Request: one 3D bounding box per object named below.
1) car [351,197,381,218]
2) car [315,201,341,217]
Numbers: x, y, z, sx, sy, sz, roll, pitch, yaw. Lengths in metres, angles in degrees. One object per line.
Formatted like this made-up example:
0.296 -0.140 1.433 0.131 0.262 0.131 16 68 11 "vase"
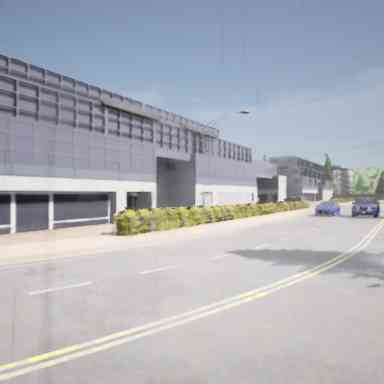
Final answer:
16.980 1.494 32.350 2.150 2.045 5.566 -1 -1 33 "car"
14.067 1.709 34.286 1.882 1.535 5.008 -1 -1 33 "car"
